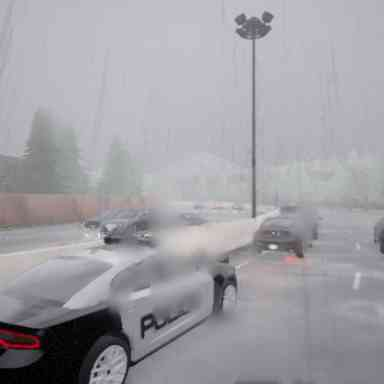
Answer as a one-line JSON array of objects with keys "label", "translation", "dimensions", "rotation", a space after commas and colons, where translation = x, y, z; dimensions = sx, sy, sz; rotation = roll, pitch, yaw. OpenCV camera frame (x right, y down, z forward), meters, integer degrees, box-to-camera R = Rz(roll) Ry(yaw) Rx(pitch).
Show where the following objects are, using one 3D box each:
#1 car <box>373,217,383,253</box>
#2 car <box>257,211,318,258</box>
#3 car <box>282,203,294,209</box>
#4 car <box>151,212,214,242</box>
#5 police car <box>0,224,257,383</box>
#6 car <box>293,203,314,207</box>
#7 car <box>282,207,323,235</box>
[{"label": "car", "translation": [9.270, 1.764, 14.787], "dimensions": [1.882, 1.535, 5.008], "rotation": [0, -1, 25]}, {"label": "car", "translation": [3.993, 1.773, 14.123], "dimensions": [1.837, 1.490, 4.892], "rotation": [0, -1, 26]}, {"label": "car", "translation": [15.661, 2.469, 52.848], "dimensions": [1.882, 1.535, 5.008], "rotation": [0, -1, 1]}, {"label": "car", "translation": [-0.426, 1.920, 19.268], "dimensions": [1.994, 1.385, 4.181], "rotation": [0, -1, 25]}, {"label": "police car", "translation": [-0.868, 1.527, 5.438], "dimensions": [1.930, 1.638, 5.238], "rotation": [-1, -1, 32]}, {"label": "car", "translation": [13.695, 2.291, 39.412], "dimensions": [2.033, 1.411, 5.357], "rotation": [0, -1, 11]}, {"label": "car", "translation": [6.518, 1.876, 19.609], "dimensions": [1.837, 1.490, 4.892], "rotation": [0, -1, 23]}]
